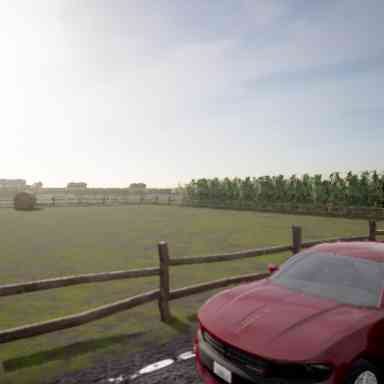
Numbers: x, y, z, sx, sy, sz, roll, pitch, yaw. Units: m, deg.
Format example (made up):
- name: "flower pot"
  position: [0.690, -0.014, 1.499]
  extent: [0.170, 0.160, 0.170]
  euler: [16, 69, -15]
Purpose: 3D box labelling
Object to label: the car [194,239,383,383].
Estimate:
- name: "car"
  position: [2.328, 1.486, 4.692]
  extent: [5.008, 1.535, 1.882]
  euler: [0, 0, -35]
